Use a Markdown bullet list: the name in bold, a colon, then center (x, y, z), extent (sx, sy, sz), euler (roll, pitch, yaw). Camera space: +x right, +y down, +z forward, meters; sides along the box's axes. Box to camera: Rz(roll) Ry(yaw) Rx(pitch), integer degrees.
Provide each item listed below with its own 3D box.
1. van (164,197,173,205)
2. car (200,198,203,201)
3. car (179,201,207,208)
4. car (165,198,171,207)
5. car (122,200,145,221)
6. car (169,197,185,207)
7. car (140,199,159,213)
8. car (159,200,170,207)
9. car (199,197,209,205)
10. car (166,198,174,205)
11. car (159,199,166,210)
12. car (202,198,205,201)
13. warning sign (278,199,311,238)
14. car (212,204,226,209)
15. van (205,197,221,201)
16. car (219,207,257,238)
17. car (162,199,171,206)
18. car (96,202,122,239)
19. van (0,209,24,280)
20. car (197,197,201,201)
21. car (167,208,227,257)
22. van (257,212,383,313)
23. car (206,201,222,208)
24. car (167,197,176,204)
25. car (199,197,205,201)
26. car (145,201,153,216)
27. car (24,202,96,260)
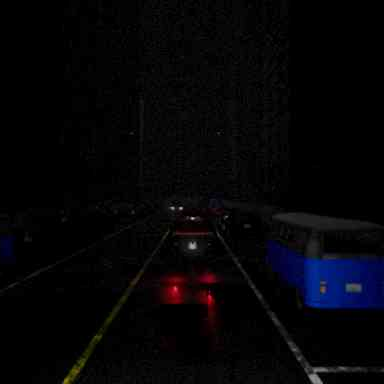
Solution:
- **van**: center (-5.664, 2.222, 80.457), extent (1.690, 1.788, 3.998), euler (0, -1, 0)
- **car**: center (2.834, 2.190, 58.021), extent (1.947, 1.339, 4.313), euler (0, -1, 0)
- **car**: center (0.057, 1.809, 28.499), extent (1.837, 1.490, 4.892), euler (0, 0, 1)
- **car**: center (-5.684, 2.239, 63.627), extent (2.008, 1.369, 4.403), euler (0, -1, 0)
- **car**: center (-5.725, 1.758, 29.974), extent (1.967, 1.590, 4.097), euler (0, -1, 0)
- **car**: center (-2.937, 2.185, 65.365), extent (1.882, 1.535, 5.008), euler (0, -1, 1)
- **car**: center (-5.711, 1.754, 41.194), extent (2.192, 1.841, 5.009), euler (0, -1, 0)
- **car**: center (-5.678, 2.334, 69.236), extent (1.802, 1.307, 4.206), euler (0, -1, 0)
- **car**: center (2.861, 2.196, 80.459), extent (2.192, 1.841, 5.009), euler (0, -1, 0)
- **car**: center (-5.657, 2.386, 86.065), extent (1.967, 1.590, 4.097), euler (0, -1, 0)
- **car**: center (-5.698, 2.128, 52.409), extent (1.947, 1.339, 4.313), euler (0, -1, 0)
- **car**: center (2.821, 1.940, 46.805), extent (1.967, 1.590, 4.097), euler (0, -1, 0)
- **warning sign**: center (5.086, 1.290, 16.634), extent (1.300, 1.860, 1.060), euler (0, -1, 0)
- **car**: center (2.794, 1.823, 24.369), extent (1.947, 1.339, 4.313), euler (0, -1, 0)
- **van**: center (2.814, 1.780, 41.198), extent (1.690, 1.788, 3.998), euler (0, -1, 0)
- **car**: center (2.787, 1.763, 18.760), extent (1.947, 1.339, 4.313), euler (0, -1, 0)
- **car**: center (-5.671, 2.340, 74.676), extent (1.752, 1.417, 4.829), euler (0, -1, 0)
- **car**: center (-5.738, 1.513, 18.756), extent (2.192, 1.841, 5.009), euler (0, -1, 0)
- **van**: center (-5.751, 1.421, 7.538), extent (1.690, 1.788, 3.998), euler (0, -1, 0)
- **car**: center (2.854, 2.131, 74.850), extent (2.192, 1.841, 5.009), euler (0, -1, 0)
- **car**: center (0.039, 1.635, 13.509), extent (2.128, 1.511, 4.902), euler (0, 0, 1)
- **van**: center (2.774, 1.420, 7.545), extent (1.690, 1.788, 3.998), euler (0, -1, 0)
- **car**: center (2.807, 1.923, 35.587), extent (1.887, 1.381, 4.507), euler (0, -1, 0)
- **car**: center (-5.651, 2.326, 91.675), extent (2.192, 1.841, 5.009), euler (0, -1, 0)
- **car**: center (2.847, 2.334, 69.239), extent (1.802, 1.307, 4.206), euler (0, -1, 0)
- **car**: center (-5.718, 1.929, 35.582), extent (2.008, 1.369, 4.403), euler (0, -1, 0)
- **car**: center (-5.745, 1.454, 13.148), extent (2.192, 1.841, 5.009), euler (0, -1, 0)
